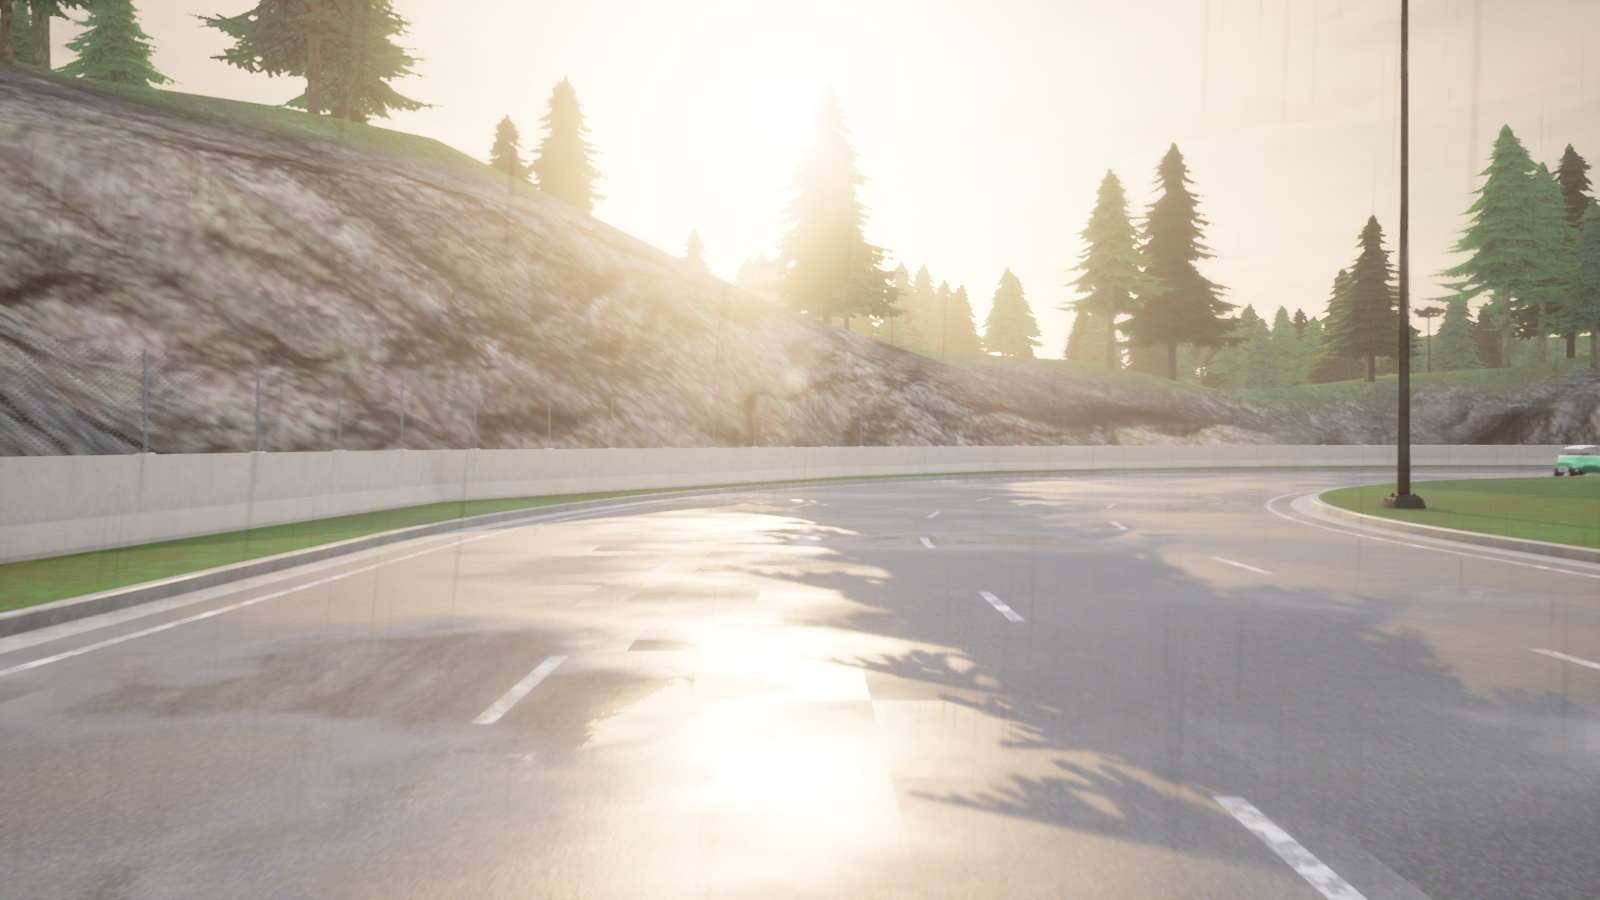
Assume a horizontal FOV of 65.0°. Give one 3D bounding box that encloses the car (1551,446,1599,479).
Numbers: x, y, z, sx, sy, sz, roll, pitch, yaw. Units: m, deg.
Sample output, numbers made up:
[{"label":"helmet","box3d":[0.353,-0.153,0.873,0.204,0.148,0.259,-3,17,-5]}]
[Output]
[{"label":"car","box3d":[33.423,0.527,53.386,2.207,1.376,1.481,0,0,-18]}]
